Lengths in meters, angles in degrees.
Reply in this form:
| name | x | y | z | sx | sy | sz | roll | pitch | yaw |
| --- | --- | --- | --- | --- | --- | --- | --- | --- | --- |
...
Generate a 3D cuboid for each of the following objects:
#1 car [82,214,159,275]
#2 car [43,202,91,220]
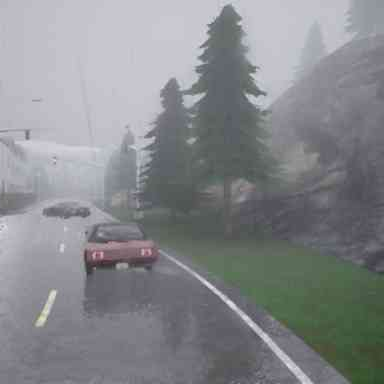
| name | x | y | z | sx | sy | sz | roll | pitch | yaw |
| --- | --- | --- | --- | --- | --- | --- | --- | --- | --- |
| car | -2.426 | 1.597 | 10.579 | 1.895 | 1.301 | 4.718 | 0 | 0 | -17 |
| car | -10.803 | 1.556 | 28.562 | 5.357 | 1.411 | 2.033 | 0 | 0 | 42 |
